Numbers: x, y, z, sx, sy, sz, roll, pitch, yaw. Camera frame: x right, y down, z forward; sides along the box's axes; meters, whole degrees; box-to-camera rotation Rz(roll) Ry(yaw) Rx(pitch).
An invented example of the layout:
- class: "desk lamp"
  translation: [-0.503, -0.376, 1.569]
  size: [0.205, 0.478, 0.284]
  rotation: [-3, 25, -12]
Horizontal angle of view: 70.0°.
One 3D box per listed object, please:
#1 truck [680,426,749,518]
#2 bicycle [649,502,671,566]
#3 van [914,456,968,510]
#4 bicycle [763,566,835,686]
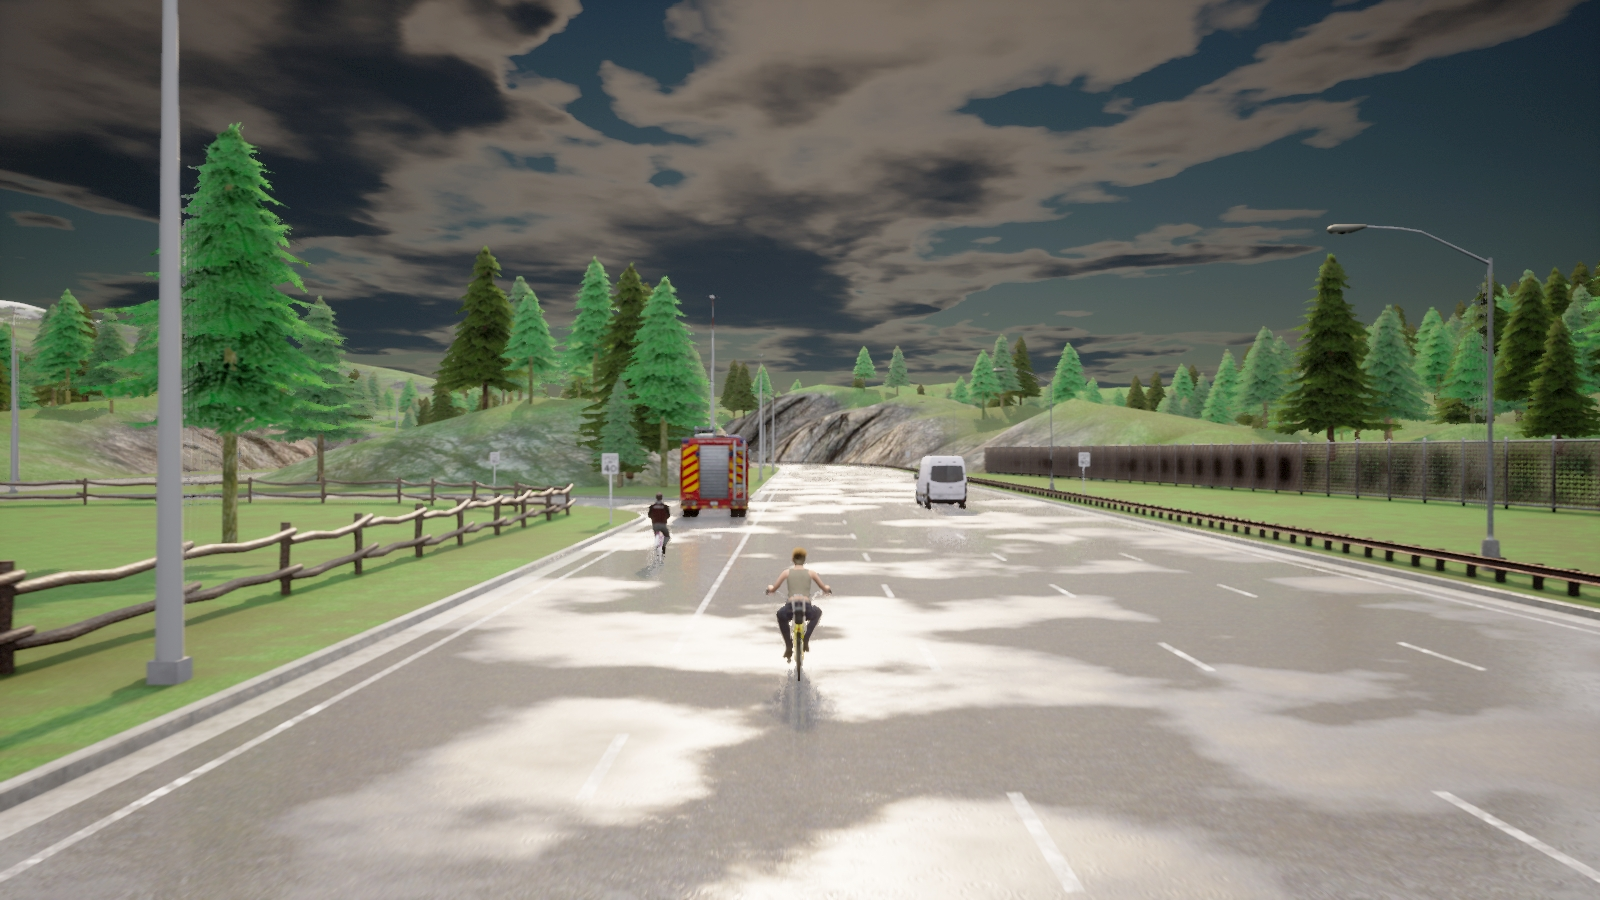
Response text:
- class: "truck"
  translation: [-3.818, 0.928, 52.149]
  size: [2.891, 3.827, 8.468]
  rotation: [0, 0, -3]
- class: "bicycle"
  translation: [-3.500, 2.081, 28.684]
  size: [0.329, 1.471, 1.835]
  rotation: [0, 0, 0]
- class: "van"
  translation: [7.006, 1.576, 57.291]
  size: [1.988, 2.561, 5.915]
  rotation: [0, 0, 0]
- class: "bicycle"
  translation: [-0.011, 2.169, 14.321]
  size: [0.859, 1.276, 1.487]
  rotation: [0, 0, 0]
